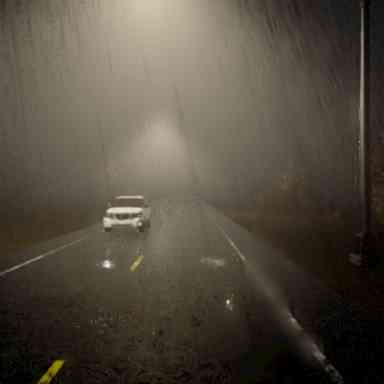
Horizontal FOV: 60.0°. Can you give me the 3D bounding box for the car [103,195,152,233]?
[{"bbox_3d":[-3.695,1.229,19.971,2.150,2.045,5.566,0,0,-1],"label":"car"}]
